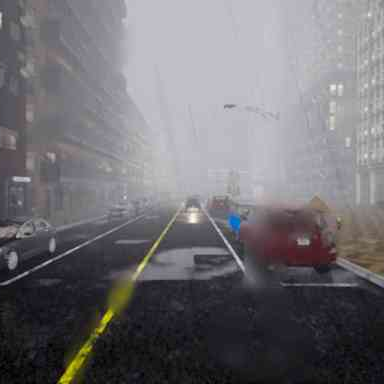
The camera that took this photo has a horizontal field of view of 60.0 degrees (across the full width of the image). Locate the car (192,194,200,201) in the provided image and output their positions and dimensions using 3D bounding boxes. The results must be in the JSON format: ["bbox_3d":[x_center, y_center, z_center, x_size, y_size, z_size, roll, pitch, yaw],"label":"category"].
[{"bbox_3d":[0.923,1.315,78.656,1.837,1.490,4.892,0,0,0],"label":"car"}]

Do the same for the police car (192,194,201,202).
[{"bbox_3d":[0.921,1.249,68.766,1.930,1.638,5.238,0,0,0],"label":"police car"}]

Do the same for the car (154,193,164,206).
[{"bbox_3d":[-5.680,1.290,49.080,1.967,1.590,4.097,0,0,0],"label":"car"}]

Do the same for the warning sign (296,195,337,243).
[{"bbox_3d":[5.079,1.075,13.647,1.300,1.860,1.060,0,0,0],"label":"warning sign"}]

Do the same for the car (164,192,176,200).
[{"bbox_3d":[-5.671,1.337,82.240,1.887,1.381,4.507,0,0,0],"label":"car"}]

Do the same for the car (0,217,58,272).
[{"bbox_3d":[-5.688,1.500,10.394,2.008,1.369,4.403,0,0,0],"label":"car"}]

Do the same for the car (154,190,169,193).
[{"bbox_3d":[-7.364,0.750,84.007,2.045,2.150,5.566,17,4,29],"label":"car"}]

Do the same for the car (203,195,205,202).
[{"bbox_3d":[2.699,1.423,43.552,1.887,1.381,4.507,0,0,0],"label":"car"}]

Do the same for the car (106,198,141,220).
[{"bbox_3d":[-5.685,1.453,26.974,2.008,1.369,4.403,0,0,0],"label":"car"}]

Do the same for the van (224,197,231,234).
[{"bbox_3d":[2.692,1.289,15.918,1.690,1.788,3.998,0,0,0],"label":"van"}]

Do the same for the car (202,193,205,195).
[{"bbox_3d":[2.704,1.368,60.302,1.752,1.417,4.829,0,0,0],"label":"car"}]

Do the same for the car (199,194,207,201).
[{"bbox_3d":[2.709,1.248,82.237,1.967,1.590,4.097,0,0,0],"label":"car"}]

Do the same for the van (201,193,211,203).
[{"bbox_3d":[2.705,1.173,65.657,1.690,1.788,3.998,0,0,0],"label":"van"}]

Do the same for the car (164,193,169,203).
[{"bbox_3d":[-5.676,1.352,59.964,1.752,1.417,4.829,0,0,0],"label":"car"}]

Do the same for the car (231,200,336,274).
[{"bbox_3d":[2.691,1.280,10.392,2.192,1.841,5.009,0,0,0],"label":"car"}]

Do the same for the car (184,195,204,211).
[{"bbox_3d":[0.115,1.388,39.480,1.837,1.490,4.892,0,0,0],"label":"car"}]

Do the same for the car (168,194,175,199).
[{"bbox_3d":[-5.668,1.305,93.124,1.752,1.417,4.829,0,0,0],"label":"car"}]

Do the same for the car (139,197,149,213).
[{"bbox_3d":[-5.683,1.433,32.500,1.887,1.381,4.507,0,0,0],"label":"car"}]

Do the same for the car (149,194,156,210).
[{"bbox_3d":[-5.683,1.315,38.027,1.967,1.590,4.097,0,0,0],"label":"car"}]

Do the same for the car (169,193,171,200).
[{"bbox_3d":[-5.675,1.361,65.660,1.887,1.381,4.507,0,0,0],"label":"car"}]

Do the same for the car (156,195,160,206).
[{"bbox_3d":[-5.681,1.444,43.555,1.802,1.307,4.206,0,0,0],"label":"car"}]

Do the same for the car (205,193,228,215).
[{"bbox_3d":[2.696,1.219,32.497,2.192,1.841,5.009,0,0,0],"label":"car"}]
